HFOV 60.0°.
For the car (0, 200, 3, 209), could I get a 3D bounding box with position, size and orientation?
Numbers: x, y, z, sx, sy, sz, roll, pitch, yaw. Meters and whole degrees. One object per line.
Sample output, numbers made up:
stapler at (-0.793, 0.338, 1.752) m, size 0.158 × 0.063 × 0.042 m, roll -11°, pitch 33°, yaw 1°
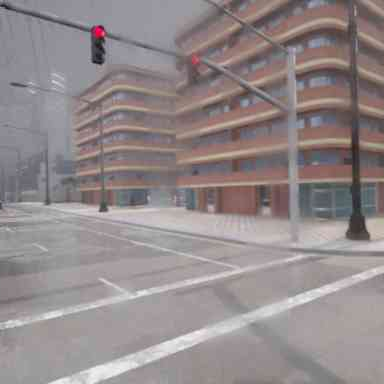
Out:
car at (-24.365, 1.354, 40.534) m, size 2.128 × 1.511 × 4.902 m, roll -1°, pitch 1°, yaw -37°
